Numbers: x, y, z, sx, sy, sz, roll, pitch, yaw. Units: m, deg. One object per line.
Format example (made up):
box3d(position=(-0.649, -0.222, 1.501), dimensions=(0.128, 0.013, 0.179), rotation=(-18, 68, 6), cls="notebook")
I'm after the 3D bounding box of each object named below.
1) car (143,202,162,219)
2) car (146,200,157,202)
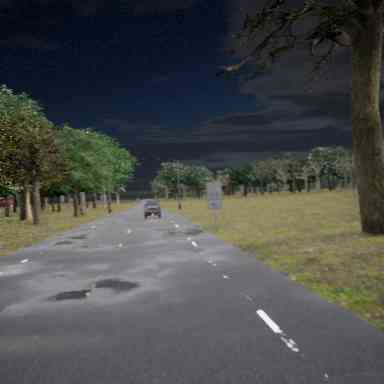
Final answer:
box3d(position=(-4.585, 2.252, 38.901), dimensions=(1.837, 1.490, 4.892), rotation=(-3, -1, -7), cls="car")
box3d(position=(-5.814, 2.267, 48.445), dimensions=(2.150, 2.045, 5.566), rotation=(-3, -1, -7), cls="car")
